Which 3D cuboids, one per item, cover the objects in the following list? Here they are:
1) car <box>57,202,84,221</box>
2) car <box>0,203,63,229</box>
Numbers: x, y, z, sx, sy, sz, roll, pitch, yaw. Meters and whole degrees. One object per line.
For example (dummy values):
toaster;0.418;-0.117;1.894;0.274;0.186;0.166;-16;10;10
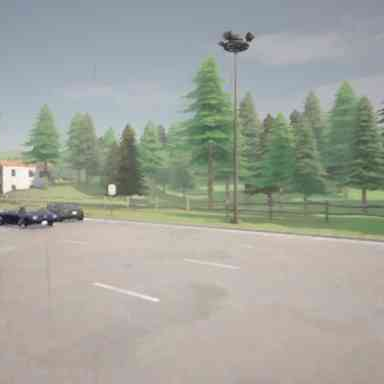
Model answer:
car;-10.003;1.461;25.042;4.181;1.385;1.994;0;0;37
car;-10.481;1.514;21.003;4.718;1.301;1.895;0;0;37
